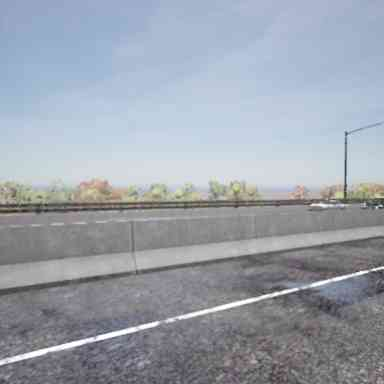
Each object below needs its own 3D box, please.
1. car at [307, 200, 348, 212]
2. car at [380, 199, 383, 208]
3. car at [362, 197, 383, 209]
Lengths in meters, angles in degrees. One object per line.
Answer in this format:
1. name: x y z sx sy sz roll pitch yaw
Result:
1. car: 14.211 1.527 34.824 4.718 1.301 1.895 0 0 -34
2. car: 19.069 1.553 29.663 4.181 1.385 1.994 0 0 -34
3. car: 19.437 1.321 34.141 4.553 1.767 2.097 0 0 -34
